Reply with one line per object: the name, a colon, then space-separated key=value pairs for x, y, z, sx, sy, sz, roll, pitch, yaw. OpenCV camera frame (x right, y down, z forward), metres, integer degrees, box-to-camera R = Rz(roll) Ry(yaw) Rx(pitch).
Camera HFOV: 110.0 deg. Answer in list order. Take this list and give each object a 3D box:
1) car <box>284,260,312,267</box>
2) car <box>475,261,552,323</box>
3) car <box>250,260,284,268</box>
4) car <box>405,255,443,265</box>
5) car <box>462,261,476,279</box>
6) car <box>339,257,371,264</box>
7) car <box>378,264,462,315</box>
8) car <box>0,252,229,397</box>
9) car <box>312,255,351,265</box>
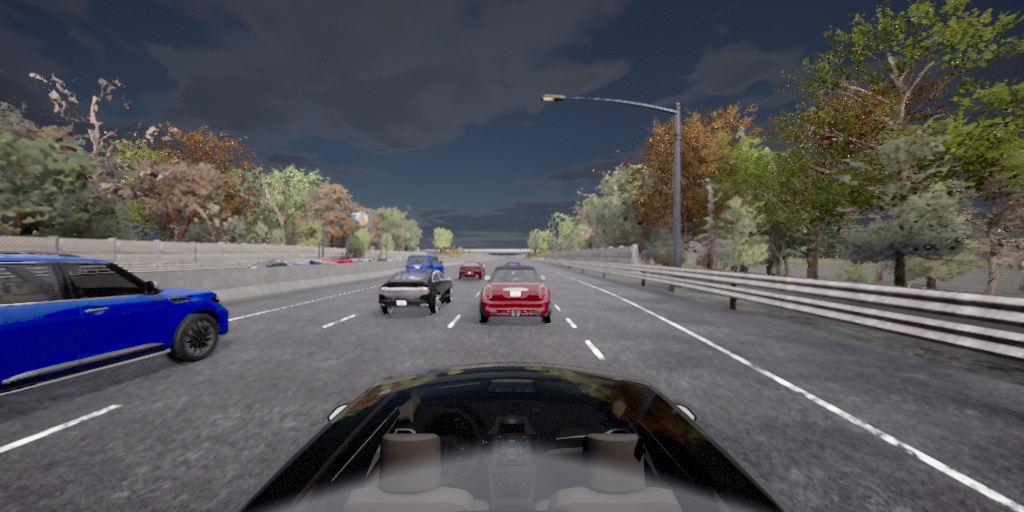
car: x=-24.576 y=1.239 z=42.771 sx=1.812 sy=1.442 sz=4.674 roll=0 pitch=0 yaw=0
car: x=0.101 y=1.087 z=12.241 sx=2.097 sy=1.767 sz=4.553 roll=0 pitch=0 yaw=0
car: x=-28.075 y=1.206 z=41.437 sx=2.128 sy=1.511 sz=4.902 roll=0 pitch=0 yaw=0
car: x=-6.899 y=0.941 z=28.662 sx=2.150 sy=2.045 sz=5.566 roll=0 pitch=0 yaw=0
car: x=-3.394 y=1.196 z=31.159 sx=1.882 sy=1.535 sz=5.008 roll=0 pitch=0 yaw=0
car: x=-17.582 y=1.206 z=41.629 sx=2.128 sy=1.511 sz=4.902 roll=0 pitch=0 yaw=0
car: x=-3.398 y=1.225 z=13.462 sx=2.128 sy=1.511 sz=4.902 roll=0 pitch=0 yaw=0
car: x=-6.900 y=0.967 z=4.962 sx=2.150 sy=2.045 sz=5.566 roll=0 pitch=0 yaw=0
car: x=-21.076 y=0.937 z=43.002 sx=2.150 sy=2.045 sz=5.566 roll=0 pitch=0 yaw=0
